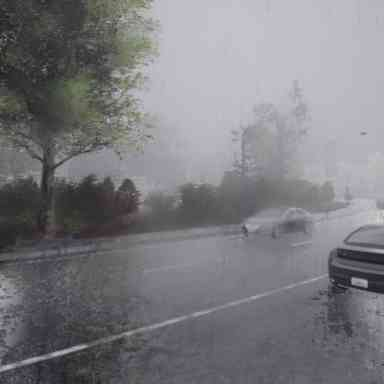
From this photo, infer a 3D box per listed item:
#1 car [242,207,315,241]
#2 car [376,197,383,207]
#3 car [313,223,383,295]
[{"bbox_3d":[4.526,1.525,17.107,4.902,1.511,2.128,0,0,-44],"label":"car"},{"bbox_3d":[29.219,1.546,50.631,1.837,1.490,4.892,0,0,26],"label":"car"},{"bbox_3d":[5.137,1.518,8.053,4.892,1.490,1.837,0,0,-40],"label":"car"}]
